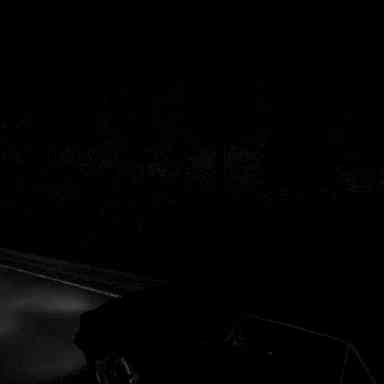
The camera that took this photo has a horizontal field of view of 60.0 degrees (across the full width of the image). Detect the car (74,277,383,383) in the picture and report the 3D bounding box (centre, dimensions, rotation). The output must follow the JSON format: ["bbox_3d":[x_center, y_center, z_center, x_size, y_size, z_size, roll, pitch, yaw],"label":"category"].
[{"bbox_3d":[0.946,1.600,3.318,4.718,1.301,1.895,0,0,35],"label":"car"}]
